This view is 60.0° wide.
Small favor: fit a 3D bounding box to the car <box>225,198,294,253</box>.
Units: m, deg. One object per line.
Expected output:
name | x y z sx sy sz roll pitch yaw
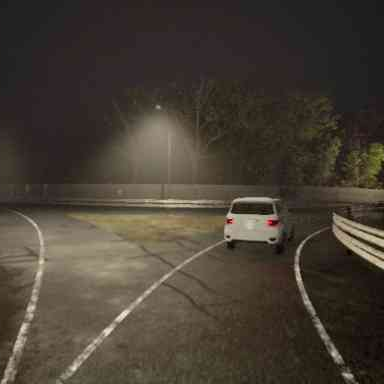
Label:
car | 3.048 1.258 14.250 2.150 2.045 5.566 0 0 22
